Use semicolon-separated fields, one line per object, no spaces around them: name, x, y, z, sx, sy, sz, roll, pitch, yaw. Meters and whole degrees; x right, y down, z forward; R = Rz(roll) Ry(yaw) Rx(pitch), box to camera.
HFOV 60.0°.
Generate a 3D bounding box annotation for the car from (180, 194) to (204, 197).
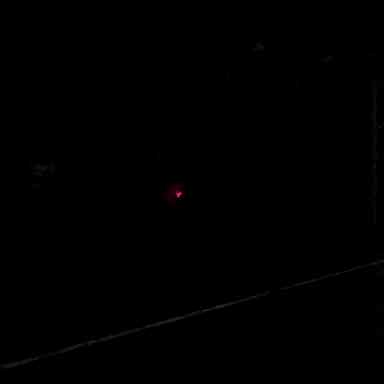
car;0.552;1.206;36.789;2.150;2.045;5.566;0;0;-37
